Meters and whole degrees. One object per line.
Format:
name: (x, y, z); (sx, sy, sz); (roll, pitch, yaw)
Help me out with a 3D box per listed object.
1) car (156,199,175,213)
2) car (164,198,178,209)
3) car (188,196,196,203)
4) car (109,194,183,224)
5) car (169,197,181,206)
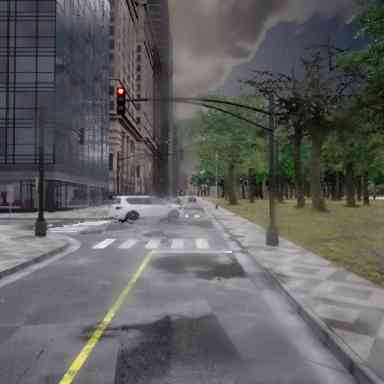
car: (-3.083, 1.627, 39.411); (2.033, 1.411, 5.357); (0, 0, -4)
car: (-3.041, 1.624, 49.544); (1.837, 1.490, 4.892); (0, 0, 0)
car: (0.089, 1.774, 79.422); (2.128, 1.511, 4.902); (0, 0, 0)
car: (-3.435, 1.300, 25.108); (5.566, 2.045, 2.150); (0, 0, -30)
car: (-3.007, 1.666, 59.955); (1.837, 1.490, 4.892); (0, 0, 0)
